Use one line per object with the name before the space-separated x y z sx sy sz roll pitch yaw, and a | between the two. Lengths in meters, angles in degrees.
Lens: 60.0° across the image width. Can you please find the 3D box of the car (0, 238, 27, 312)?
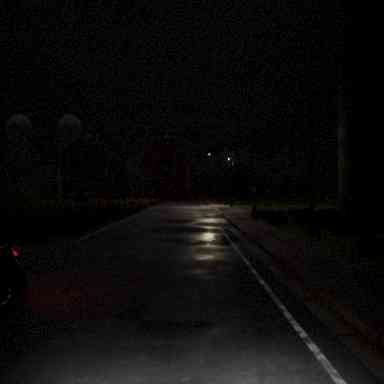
car | -5.428 1.340 5.597 2.097 1.767 4.553 0 0 44
